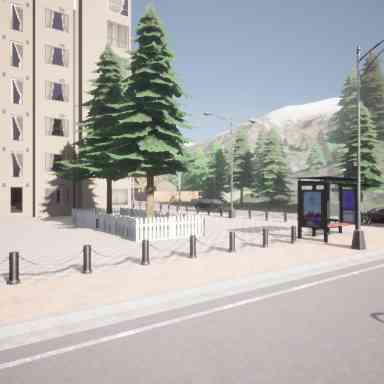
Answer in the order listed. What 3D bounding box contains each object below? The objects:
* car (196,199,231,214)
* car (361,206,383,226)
[{"bbox_3d":[2.408,1.493,36.592,1.882,1.535,5.008,0,0,-35],"label":"car"},{"bbox_3d":[13.015,1.616,21.368,1.895,1.301,4.718,0,0,-34],"label":"car"}]
